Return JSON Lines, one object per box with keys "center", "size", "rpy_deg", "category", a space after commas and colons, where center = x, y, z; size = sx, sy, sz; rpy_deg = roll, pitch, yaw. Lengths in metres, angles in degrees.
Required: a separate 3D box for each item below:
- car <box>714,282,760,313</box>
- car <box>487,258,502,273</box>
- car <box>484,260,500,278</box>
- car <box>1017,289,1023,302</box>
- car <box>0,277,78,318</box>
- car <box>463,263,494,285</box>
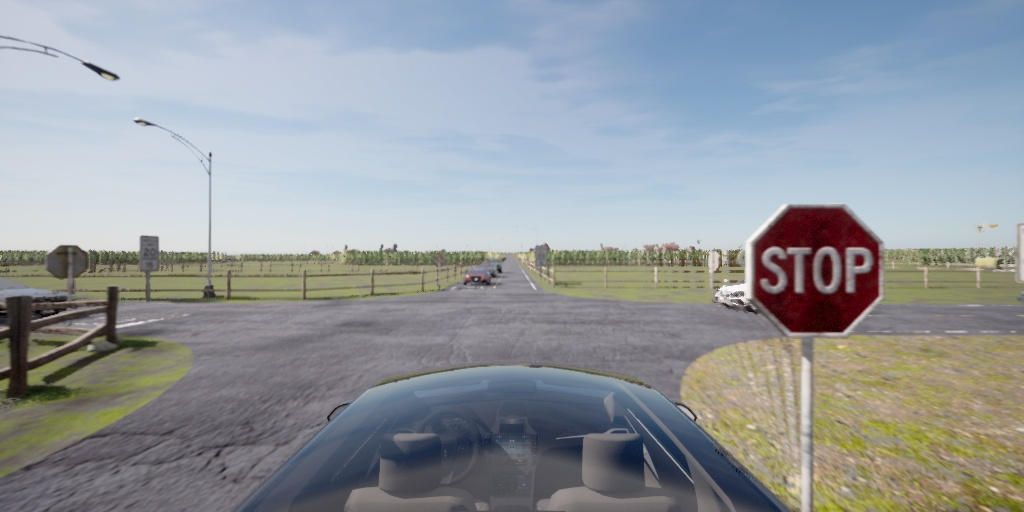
{"center": [10.474, 1.387, 14.034], "size": [4.674, 1.442, 1.812], "rpy_deg": [0, 0, -2], "category": "car"}
{"center": [-2.511, 1.296, 49.107], "size": [2.150, 2.045, 5.566], "rpy_deg": [0, 0, 1], "category": "car"}
{"center": [-2.597, 1.519, 38.361], "size": [1.837, 1.490, 4.892], "rpy_deg": [0, 0, 0], "category": "car"}
{"center": [23.714, 1.427, 14.137], "size": [5.357, 1.411, 2.033], "rpy_deg": [0, 0, 0], "category": "car"}
{"center": [-17.314, 1.353, 11.356], "size": [5.357, 1.411, 2.033], "rpy_deg": [0, 0, 0], "category": "car"}
{"center": [-2.658, 1.514, 28.042], "size": [1.994, 1.385, 4.181], "rpy_deg": [0, 0, -1], "category": "car"}
